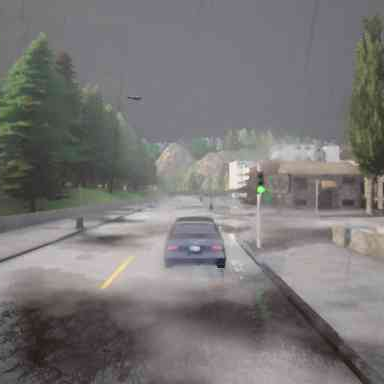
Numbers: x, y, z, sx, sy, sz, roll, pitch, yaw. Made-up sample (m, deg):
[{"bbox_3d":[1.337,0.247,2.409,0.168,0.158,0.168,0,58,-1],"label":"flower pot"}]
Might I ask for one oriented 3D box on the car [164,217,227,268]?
[{"bbox_3d":[0.087,1.542,11.281,2.033,1.411,5.357,0,0,0],"label":"car"}]
